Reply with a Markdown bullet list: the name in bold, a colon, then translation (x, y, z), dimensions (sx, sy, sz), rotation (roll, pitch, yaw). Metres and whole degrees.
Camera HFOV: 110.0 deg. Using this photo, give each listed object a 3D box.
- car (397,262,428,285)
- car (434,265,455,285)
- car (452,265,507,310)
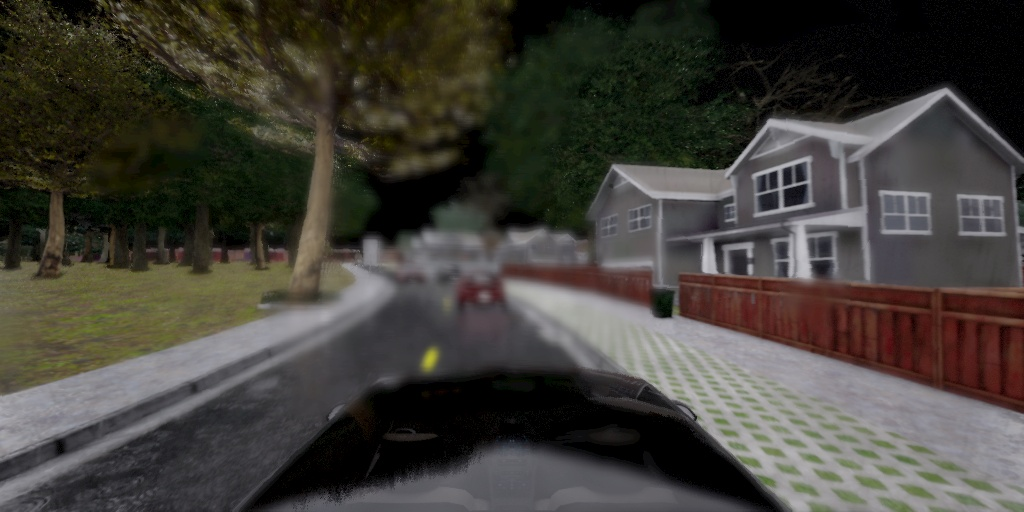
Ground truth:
- **car**: translation (-7.873, 1.279, 28.115), dimensions (2.097, 1.767, 4.553), rotation (1, 0, -20)
- **car**: translation (-5.008, 1.465, 28.607), dimensions (1.837, 1.490, 4.892), rotation (1, 0, -20)
- **car**: translation (-1.452, 1.343, 15.565), dimensions (1.882, 1.535, 5.008), rotation (0, 0, -11)
